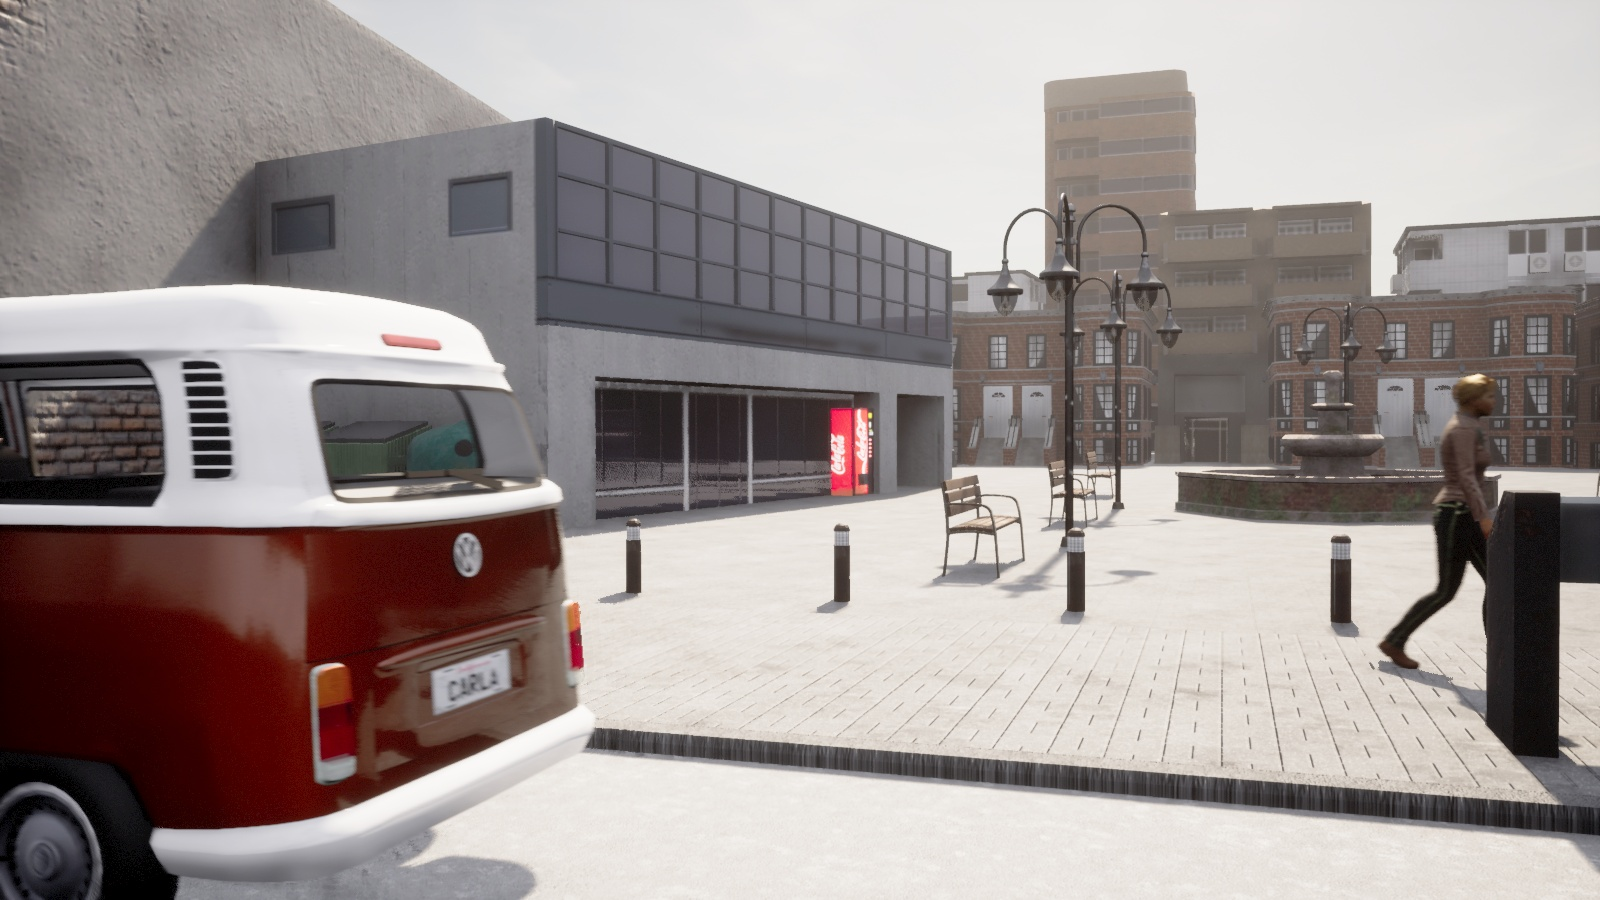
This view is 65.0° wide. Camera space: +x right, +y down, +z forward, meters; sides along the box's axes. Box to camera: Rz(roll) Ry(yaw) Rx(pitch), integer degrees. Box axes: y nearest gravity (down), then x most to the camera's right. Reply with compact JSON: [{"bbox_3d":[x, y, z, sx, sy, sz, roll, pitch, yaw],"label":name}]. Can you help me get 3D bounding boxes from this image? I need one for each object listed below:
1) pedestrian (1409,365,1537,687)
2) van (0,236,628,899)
[{"bbox_3d":[4.011,0.431,7.491,0.634,1.846,0.331,1,1,32],"label":"pedestrian"},{"bbox_3d":[-3.147,0.462,4.774,4.480,2.038,2.069,1,1,19],"label":"van"}]
